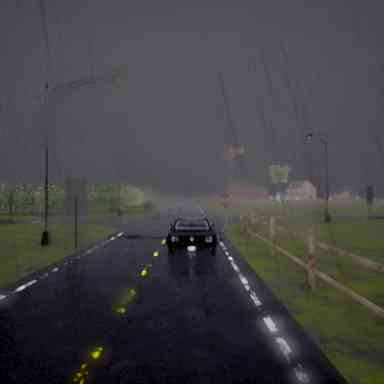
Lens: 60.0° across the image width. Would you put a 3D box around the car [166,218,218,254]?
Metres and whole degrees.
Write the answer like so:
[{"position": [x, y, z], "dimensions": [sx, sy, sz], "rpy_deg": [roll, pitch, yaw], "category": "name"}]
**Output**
[{"position": [-0.001, 1.743, 14.108], "dimensions": [1.895, 1.301, 4.718], "rpy_deg": [0, -1, 0], "category": "car"}]
